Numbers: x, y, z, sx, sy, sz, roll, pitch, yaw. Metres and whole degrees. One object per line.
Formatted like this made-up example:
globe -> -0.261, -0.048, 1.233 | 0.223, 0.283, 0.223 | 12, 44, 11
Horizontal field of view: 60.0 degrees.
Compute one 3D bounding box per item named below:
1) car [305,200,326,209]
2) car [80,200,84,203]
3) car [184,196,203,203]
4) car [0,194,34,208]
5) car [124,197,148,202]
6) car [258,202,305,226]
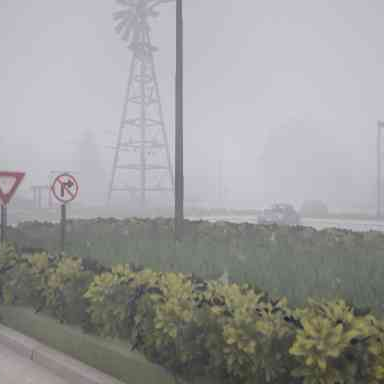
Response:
car -> 12.382, 1.502, 33.724 | 1.816, 1.474, 4.193 | 0, 0, 35
car -> -17.197, 1.561, 45.623 | 1.837, 1.490, 4.892 | 0, 0, 36
car -> 0.266, 1.534, 63.853 | 1.812, 1.442, 4.674 | 0, 0, 36
car -> -19.494, 1.256, 36.456 | 2.150, 2.045, 5.566 | 0, 0, 36
car -> -8.509, 1.534, 51.687 | 1.812, 1.442, 4.674 | 0, 0, 36
car -> 5.957, 1.517, 22.515 | 1.784, 1.438, 3.905 | 0, 0, 35
